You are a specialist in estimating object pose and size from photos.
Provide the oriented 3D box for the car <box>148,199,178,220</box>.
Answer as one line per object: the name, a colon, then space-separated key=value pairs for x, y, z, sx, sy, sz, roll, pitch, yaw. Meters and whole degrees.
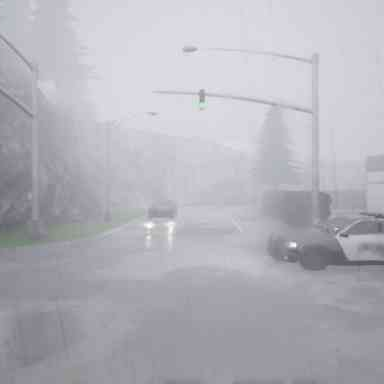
car: x=-2.248 y=1.311 z=26.550 sx=1.882 sy=1.535 sz=5.008 roll=0 pitch=1 yaw=3

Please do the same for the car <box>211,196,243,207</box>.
car: x=4.654 y=1.236 z=44.207 sx=4.181 sy=1.385 sz=1.994 roll=-1 pitch=0 yaw=-22

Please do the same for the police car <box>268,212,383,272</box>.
police car: x=4.860 y=1.409 z=9.808 sx=4.974 sy=1.542 sz=2.038 roll=0 pitch=0 yaw=4
